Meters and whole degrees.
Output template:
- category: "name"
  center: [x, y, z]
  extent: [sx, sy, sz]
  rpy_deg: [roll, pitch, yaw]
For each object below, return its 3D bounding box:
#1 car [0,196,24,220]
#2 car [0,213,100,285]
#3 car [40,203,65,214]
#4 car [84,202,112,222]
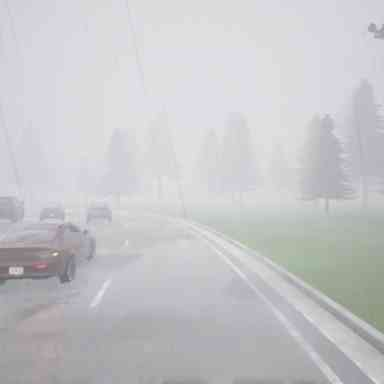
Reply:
- category: "car"
  center: [-14.441, 1.324, 25.664]
  extent: [2.150, 2.045, 5.566]
  rpy_deg: [0, 0, -20]
- category: "car"
  center: [-4.058, 1.554, 9.537]
  extent: [1.812, 1.442, 4.674]
  rpy_deg: [0, 0, -6]
- category: "car"
  center: [-11.572, 1.606, 27.654]
  extent: [1.812, 1.442, 4.674]
  rpy_deg: [0, 0, -21]
- category: "car"
  center: [-7.463, 1.541, 26.465]
  extent: [2.128, 1.511, 4.902]
  rpy_deg: [0, 0, -18]
